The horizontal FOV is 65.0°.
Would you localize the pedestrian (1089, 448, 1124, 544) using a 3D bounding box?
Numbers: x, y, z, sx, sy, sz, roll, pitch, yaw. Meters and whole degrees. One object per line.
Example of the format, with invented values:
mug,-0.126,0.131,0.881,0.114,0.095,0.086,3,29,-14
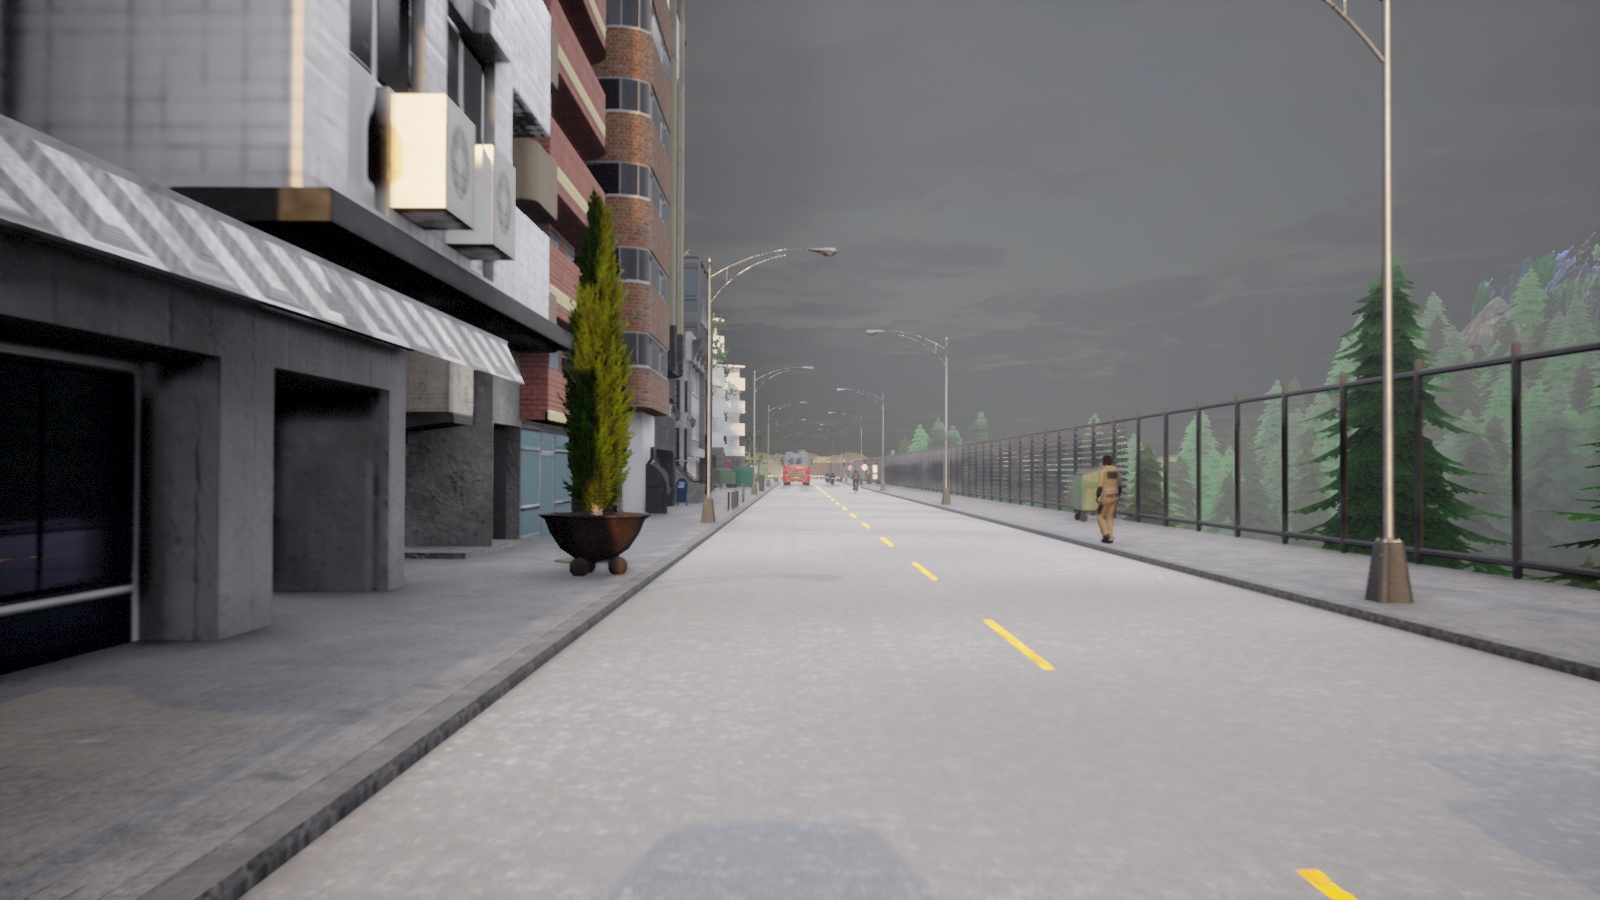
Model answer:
pedestrian,6.261,0.929,25.649,0.396,1.930,0.692,0,-1,-15
